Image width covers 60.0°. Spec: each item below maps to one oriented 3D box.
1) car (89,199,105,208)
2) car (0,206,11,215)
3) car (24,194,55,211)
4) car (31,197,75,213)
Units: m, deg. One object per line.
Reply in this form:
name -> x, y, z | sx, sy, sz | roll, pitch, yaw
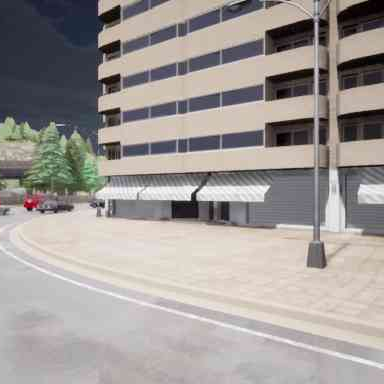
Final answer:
car -> -12.064, 1.601, 46.621 | 1.895, 1.301, 4.718 | 0, 0, 27
car -> -18.673, 1.601, 30.599 | 1.895, 1.301, 4.718 | 0, 0, -3
car -> -17.870, 1.221, 40.487 | 2.150, 2.045, 5.566 | 0, 0, 14
car -> -14.945, 1.547, 36.582 | 2.033, 1.411, 5.357 | 0, 0, 7
